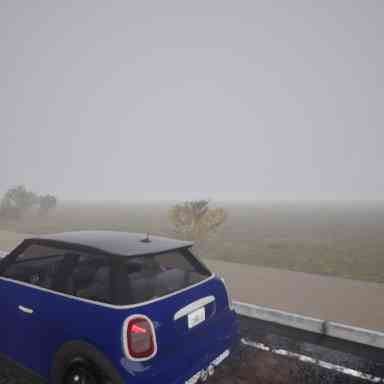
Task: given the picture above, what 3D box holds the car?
[{"bbox_3d":[-1.682,1.347,4.759,4.553,1.767,2.097,0,0,35],"label":"car"}]
